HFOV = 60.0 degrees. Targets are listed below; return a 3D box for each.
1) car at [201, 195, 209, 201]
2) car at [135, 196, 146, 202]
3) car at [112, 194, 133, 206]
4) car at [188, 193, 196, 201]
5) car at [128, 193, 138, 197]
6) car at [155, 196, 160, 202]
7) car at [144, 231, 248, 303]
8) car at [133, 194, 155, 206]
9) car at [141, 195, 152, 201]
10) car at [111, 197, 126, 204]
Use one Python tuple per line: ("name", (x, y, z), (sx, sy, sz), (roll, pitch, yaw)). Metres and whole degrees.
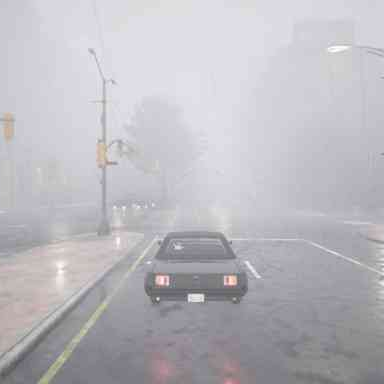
("car", (3.513, 1.595, 86.971), (1.895, 1.301, 4.718), (0, 0, 0))
("car", (-11.489, 1.552, 74.399), (1.994, 1.385, 4.181), (0, 0, 0))
("car", (-11.580, 1.525, 55.103), (1.812, 1.442, 4.674), (0, 0, 0))
("car", (0.013, 1.540, 85.794), (2.033, 1.411, 5.357), (0, 0, 0))
("car", (-11.528, 1.221, 64.515), (2.150, 2.045, 5.566), (0, 0, 1))
("car", (-8.020, 1.564, 65.737), (1.994, 1.385, 4.181), (0, 0, 1))
("car", (0.076, 1.601, 8.154), (1.895, 1.301, 4.718), (0, 0, 0))
("car", (-8.080, 1.547, 56.501), (2.033, 1.411, 5.357), (0, 0, 0))
("car", (-11.487, 1.525, 84.632), (2.128, 1.511, 4.902), (0, 0, 0))
("car", (-14.740, 1.595, 66.810), (1.895, 1.301, 4.718), (0, 0, 0))
